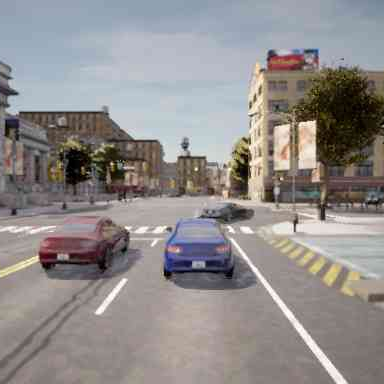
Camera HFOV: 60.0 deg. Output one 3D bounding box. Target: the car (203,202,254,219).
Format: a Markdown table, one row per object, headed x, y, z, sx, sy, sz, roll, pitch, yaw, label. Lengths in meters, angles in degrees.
| x | y | z | sx | sy | sz | roll | pitch | yaw | label |
| --- | --- | --- | --- | --- | --- | --- | --- | --- | --- |
| 2.873 | 1.500 | 25.950 | 2.033 | 1.411 | 5.357 | 0 | 0 | 37 | car |

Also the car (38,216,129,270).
| x | y | z | sx | sy | sz | roll | pitch | yaw | label |
| --- | --- | --- | --- | --- | --- | --- | --- | --- | --- |
| -3.312 | 1.506 | 10.886 | 1.812 | 1.442 | 4.674 | 0 | 0 | 0 | car |

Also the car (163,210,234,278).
| x | y | z | sx | sy | sz | roll | pitch | yaw | label |
| --- | --- | --- | --- | --- | --- | --- | --- | --- | --- |
| 0.176 | 1.507 | 10.012 | 1.812 | 1.442 | 4.674 | 0 | 0 | 0 | car |
